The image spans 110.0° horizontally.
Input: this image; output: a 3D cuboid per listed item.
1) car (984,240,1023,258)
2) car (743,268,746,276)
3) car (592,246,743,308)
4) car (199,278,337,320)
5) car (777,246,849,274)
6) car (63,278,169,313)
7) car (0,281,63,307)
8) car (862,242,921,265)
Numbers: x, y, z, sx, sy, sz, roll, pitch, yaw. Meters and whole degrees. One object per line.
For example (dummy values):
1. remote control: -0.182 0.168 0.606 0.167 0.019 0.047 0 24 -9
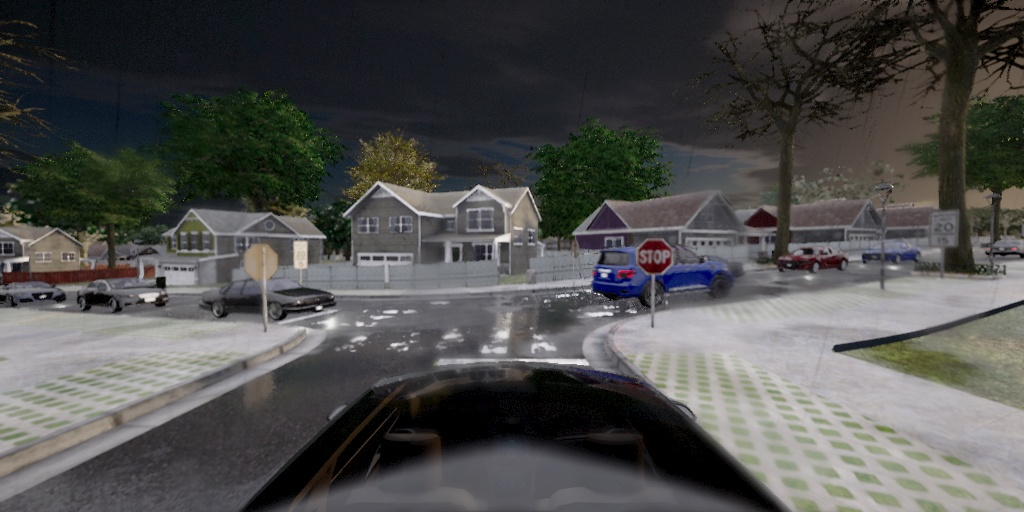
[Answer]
1. car: 40.191 -0.582 28.803 5.357 1.411 2.033 -2 2 -24
2. car: 9.021 0.677 17.632 5.357 1.411 2.033 -3 3 -23
3. car: 5.648 0.632 13.434 5.566 2.045 2.150 -3 2 -24
4. car: -9.362 1.545 13.658 5.357 1.411 2.033 -2 1 20
5. car: 18.370 0.160 21.903 5.008 1.535 1.882 -3 3 -25
6. car: -18.903 1.819 17.401 4.902 1.511 2.128 -2 1 22
7. car: -29.024 2.224 21.534 4.181 1.385 1.994 -2 1 22
8. car: 27.822 -0.255 26.282 5.008 1.535 1.882 -2 2 -25
